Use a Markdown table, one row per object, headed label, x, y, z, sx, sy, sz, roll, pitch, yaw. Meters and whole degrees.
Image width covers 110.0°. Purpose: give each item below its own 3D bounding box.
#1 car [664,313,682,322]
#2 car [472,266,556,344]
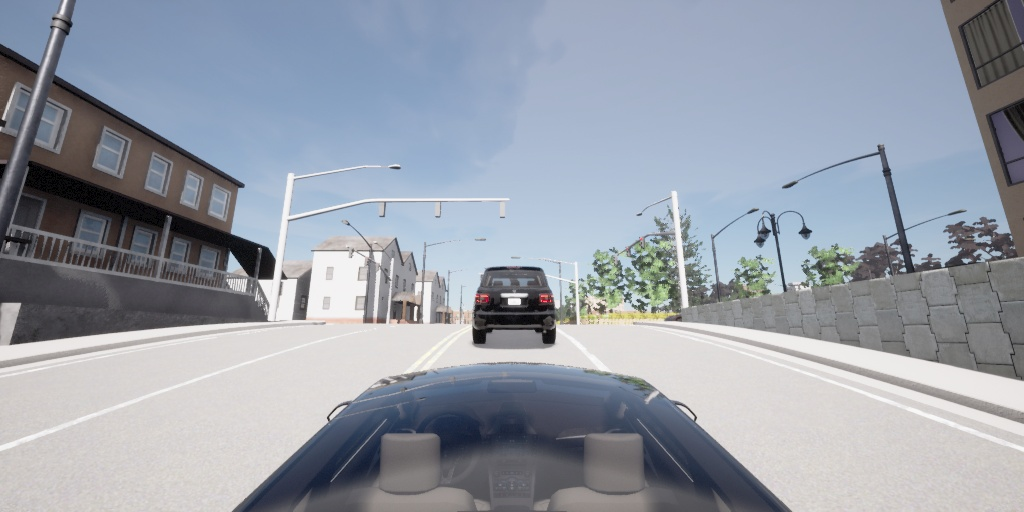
| label | x | y | z | sx | sy | sz | roll | pitch | yaw |
| --- | --- | --- | --- | --- | --- | --- | --- | --- | --- |
| car | 15.857 | 5.445 | 31.692 | 4.553 | 1.767 | 2.097 | 0 | -12 | 1 |
| car | 0.060 | 1.499 | 11.143 | 2.150 | 2.045 | 5.566 | 0 | -7 | 0 |
